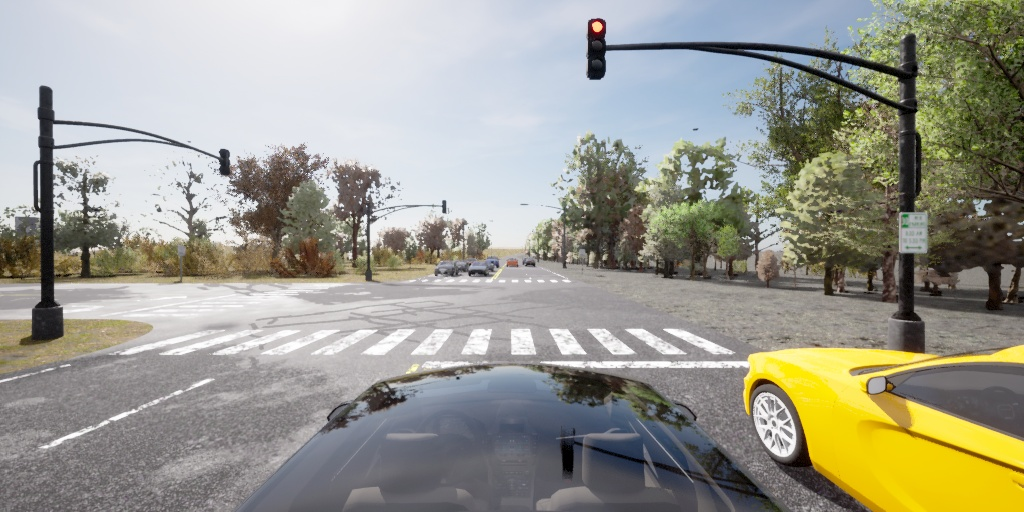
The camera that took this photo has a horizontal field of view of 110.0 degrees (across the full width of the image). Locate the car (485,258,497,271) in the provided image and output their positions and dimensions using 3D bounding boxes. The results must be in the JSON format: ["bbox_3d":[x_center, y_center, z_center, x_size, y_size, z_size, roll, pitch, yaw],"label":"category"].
[{"bbox_3d":[-3.330,1.315,45.922,1.994,1.385,4.181,0,0,0],"label":"car"}]

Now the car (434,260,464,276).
[{"bbox_3d":[-6.586,1.242,36.465,2.128,1.511,4.902,0,0,0],"label":"car"}]

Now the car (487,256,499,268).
[{"bbox_3d":[-3.312,0.976,60.284,2.150,2.045,5.566,0,0,0],"label":"car"}]

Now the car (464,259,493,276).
[{"bbox_3d":[-3.338,1.298,36.687,2.033,1.411,5.357,0,0,0],"label":"car"}]

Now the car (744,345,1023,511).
[{"bbox_3d":[3.363,1.195,1.746,1.882,1.535,5.008,0,1,0],"label":"car"}]
